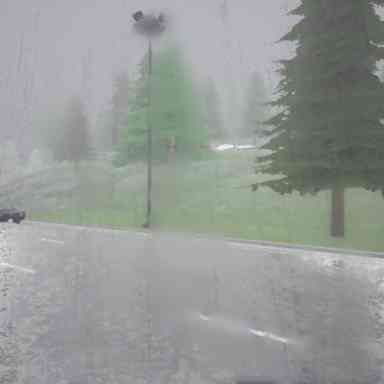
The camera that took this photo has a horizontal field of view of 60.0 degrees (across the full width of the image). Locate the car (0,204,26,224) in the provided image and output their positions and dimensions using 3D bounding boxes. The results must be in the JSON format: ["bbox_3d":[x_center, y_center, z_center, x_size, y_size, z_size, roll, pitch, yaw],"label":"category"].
[{"bbox_3d":[-13.067,1.460,21.933,4.718,1.301,1.895,0,0,36],"label":"car"}]
